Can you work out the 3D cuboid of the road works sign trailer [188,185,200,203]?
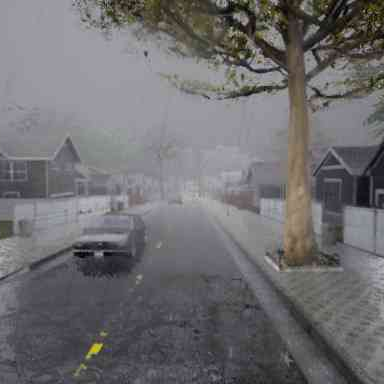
[{"bbox_3d":[0.392,0.321,68.148,2.380,3.560,2.880,0,0,-7],"label":"road works sign trailer"}]

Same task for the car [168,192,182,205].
[{"bbox_3d":[-2.768,1.106,55.603,2.150,2.045,5.566,0,0,1],"label":"car"}]

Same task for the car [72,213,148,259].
[{"bbox_3d":[-2.843,1.527,12.829,2.033,1.411,5.357,0,0,0],"label":"car"}]
